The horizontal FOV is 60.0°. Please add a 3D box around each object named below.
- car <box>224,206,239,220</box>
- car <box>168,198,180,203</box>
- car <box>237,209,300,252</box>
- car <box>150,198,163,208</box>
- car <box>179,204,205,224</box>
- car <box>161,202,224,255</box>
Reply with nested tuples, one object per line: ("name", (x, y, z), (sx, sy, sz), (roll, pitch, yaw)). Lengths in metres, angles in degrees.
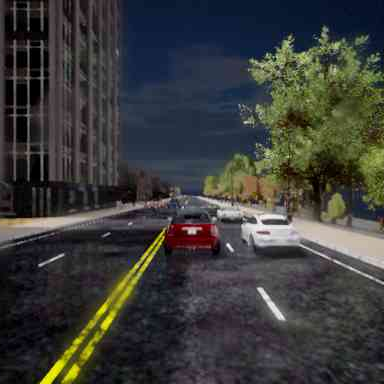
("car", (3.261, 1.879, 29.112), (1.895, 1.301, 4.718), (0, -1, 0))
("car", (-3.233, 1.938, 61.649), (2.097, 1.767, 4.553), (0, 0, 0))
("car", (3.260, 1.664, 14.387), (1.812, 1.442, 4.674), (0, 0, 0))
("car", (-6.484, 1.940, 61.646), (2.097, 1.767, 4.553), (0, 0, 0))
("car", (0.010, 1.824, 28.994), (2.033, 1.411, 5.357), (0, -1, 0))
("car", (0.007, 1.485, 14.079), (2.097, 1.767, 4.553), (0, -1, 0))
